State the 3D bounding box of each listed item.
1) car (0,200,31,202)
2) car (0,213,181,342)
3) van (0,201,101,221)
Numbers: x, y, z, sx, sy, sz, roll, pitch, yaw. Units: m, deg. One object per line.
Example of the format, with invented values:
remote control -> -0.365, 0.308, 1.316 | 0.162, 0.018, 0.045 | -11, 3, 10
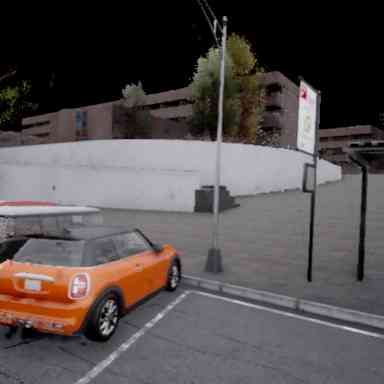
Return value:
car -> -6.601, 1.299, 10.792 | 2.435, 2.045, 5.566 | 2, -1, 17
car -> -1.819, 1.505, 7.148 | 2.185, 1.767, 4.553 | 1, -1, 17
van -> -4.227, 1.363, 8.896 | 1.878, 1.987, 4.442 | 2, -1, 17
